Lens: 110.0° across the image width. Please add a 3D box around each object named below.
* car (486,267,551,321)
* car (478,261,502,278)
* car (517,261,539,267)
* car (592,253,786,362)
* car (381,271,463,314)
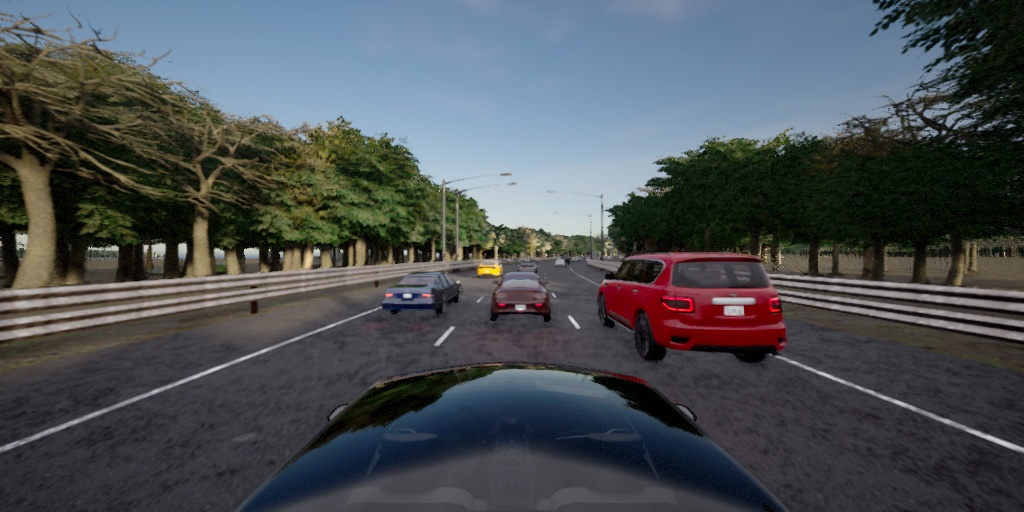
[{"bbox_3d":[0.299,1.275,12.350,1.812,1.442,4.674,0,0,1],"label":"car"},{"bbox_3d":[-2.009,1.217,33.917,1.882,1.535,5.008,0,0,5],"label":"car"},{"bbox_3d":[1.511,1.235,34.022,2.128,1.511,4.902,0,0,5],"label":"car"},{"bbox_3d":[3.580,0.960,8.373,2.150,2.045,5.566,0,0,1],"label":"car"},{"bbox_3d":[-3.176,1.292,13.678,2.033,1.411,5.357,0,0,2],"label":"car"}]
